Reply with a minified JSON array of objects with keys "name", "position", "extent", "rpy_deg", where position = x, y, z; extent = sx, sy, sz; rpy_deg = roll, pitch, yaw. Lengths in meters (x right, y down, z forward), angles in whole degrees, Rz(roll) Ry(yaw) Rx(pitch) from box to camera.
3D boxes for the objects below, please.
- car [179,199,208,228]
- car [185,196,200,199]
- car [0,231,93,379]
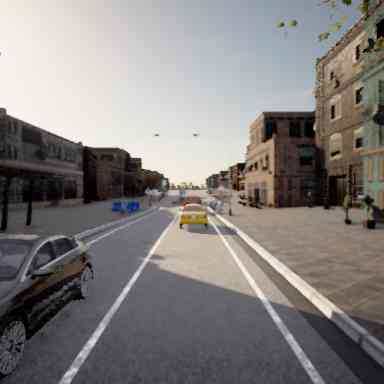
[{"name":"car","position":[0.093,1.485,22.222],"extent":[1.801,1.575,5.366],"rpy_deg":[0,-1,0]},{"name":"car","position":[0.088,1.473,40.402],"extent":[2.150,2.045,5.566],"rpy_deg":[0,0,0]},{"name":"car","position":[-3.102,1.491,5.553],"extent":[2.128,1.511,4.902],"rpy_deg":[0,0,0]}]
